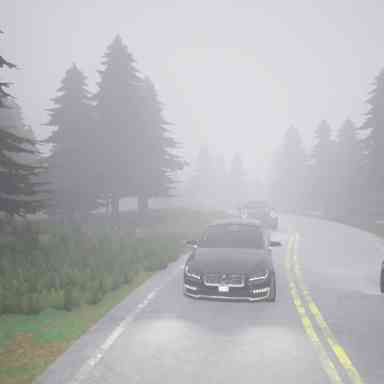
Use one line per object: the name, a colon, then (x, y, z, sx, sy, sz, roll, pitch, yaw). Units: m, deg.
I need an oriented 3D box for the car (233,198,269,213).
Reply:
car: (6.213, 1.412, 35.736, 1.837, 1.490, 4.892, 2, -1, -16)

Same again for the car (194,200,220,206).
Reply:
car: (1.932, 1.801, 44.862, 1.812, 1.442, 4.674, 3, -5, -35)

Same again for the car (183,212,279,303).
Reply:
car: (1.093, 1.496, 8.415, 1.837, 1.490, 4.892, -1, 0, 12)

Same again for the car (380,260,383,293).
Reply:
car: (4.495, 1.309, 4.644, 2.097, 1.767, 4.553, -1, 0, 8)

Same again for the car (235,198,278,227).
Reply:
car: (3.882, 1.271, 20.367, 2.097, 1.767, 4.553, -1, 0, 5)
